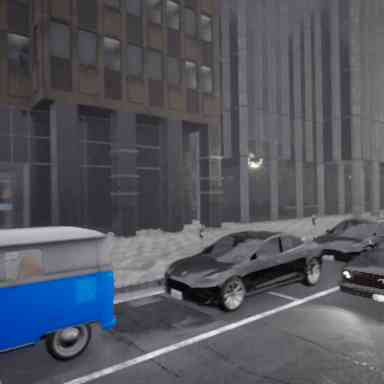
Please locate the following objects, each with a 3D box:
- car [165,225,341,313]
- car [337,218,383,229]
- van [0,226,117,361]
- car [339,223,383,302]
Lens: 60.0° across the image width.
[{"bbox_3d":[1.407,1.625,7.880,4.313,1.339,1.947,0,-1,-38],"label":"car"},{"bbox_3d":[5.830,1.597,11.375,4.313,1.339,1.947,0,-1,-38],"label":"car"},{"bbox_3d":[-3.019,1.428,4.388,3.998,1.788,1.690,0,-1,-38],"label":"van"},{"bbox_3d":[5.553,1.549,7.760,5.357,1.411,2.033,0,-1,-38],"label":"car"}]
